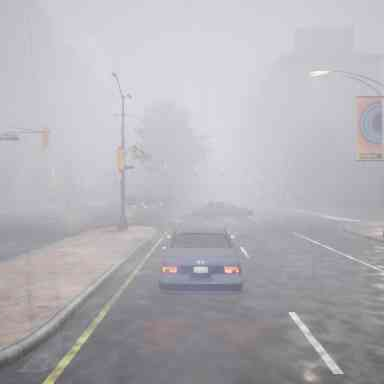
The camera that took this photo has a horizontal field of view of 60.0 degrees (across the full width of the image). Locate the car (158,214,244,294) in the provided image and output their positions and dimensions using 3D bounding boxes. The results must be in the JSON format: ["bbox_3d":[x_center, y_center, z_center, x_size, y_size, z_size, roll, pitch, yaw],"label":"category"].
[{"bbox_3d":[0.229,1.547,8.920,2.033,1.411,5.357,0,0,1],"label":"car"}]

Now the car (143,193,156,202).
[{"bbox_3d":[-10.048,1.225,78.710,2.150,2.045,5.566,0,0,1],"label":"car"}]

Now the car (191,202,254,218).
[{"bbox_3d":[2.618,1.547,29.064,5.357,1.411,2.033,0,0,1],"label":"car"}]

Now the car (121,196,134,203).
[{"bbox_3d":[-13.464,1.595,69.814,1.895,1.301,4.718,0,0,1],"label":"car"}]

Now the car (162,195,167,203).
[{"bbox_3d":[-6.799,1.352,66.744,2.097,1.767,4.553,0,0,1],"label":"car"}]

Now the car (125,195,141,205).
[{"bbox_3d":[-10.515,1.352,57.850,2.097,1.767,4.553,0,0,1],"label":"car"}]

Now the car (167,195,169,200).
[{"bbox_3d":[-6.588,1.525,76.518,2.128,1.511,4.902,0,0,1],"label":"car"}]

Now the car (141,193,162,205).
[{"bbox_3d":[-7.015,1.352,57.972,2.097,1.767,4.553,0,0,1],"label":"car"}]

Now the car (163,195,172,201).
[{"bbox_3d":[-6.400,1.478,86.611,1.882,1.535,5.008,0,0,1],"label":"car"}]

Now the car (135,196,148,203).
[{"bbox_3d":[-10.254,1.505,68.025,1.837,1.490,4.892,0,0,1],"label":"car"}]
